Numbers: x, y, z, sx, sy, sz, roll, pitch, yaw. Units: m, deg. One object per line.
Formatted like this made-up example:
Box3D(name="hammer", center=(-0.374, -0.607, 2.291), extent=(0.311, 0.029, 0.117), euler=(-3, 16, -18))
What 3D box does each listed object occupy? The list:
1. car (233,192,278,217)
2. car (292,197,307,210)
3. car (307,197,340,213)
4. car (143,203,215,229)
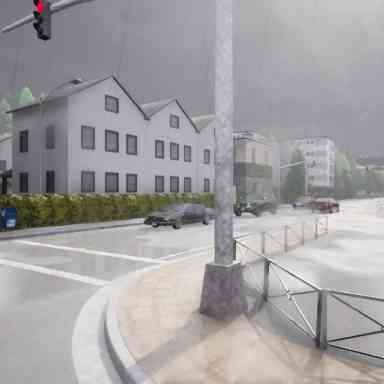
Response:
Box3D(name="car", center=(5.646, 1.034, 28.893), extent=(2.150, 2.045, 5.566), euler=(0, 0, 35))
Box3D(name="car", center=(13.550, 1.305, 39.913), extent=(2.128, 1.511, 4.902), euler=(0, 0, 36))
Box3D(name="car", center=(13.516, 1.289, 33.608), extent=(1.882, 1.535, 5.008), euler=(0, 0, 35))
Box3D(name="car", center=(-0.511, 1.360, 20.206), extent=(2.033, 1.411, 5.357), euler=(0, 0, 35))
